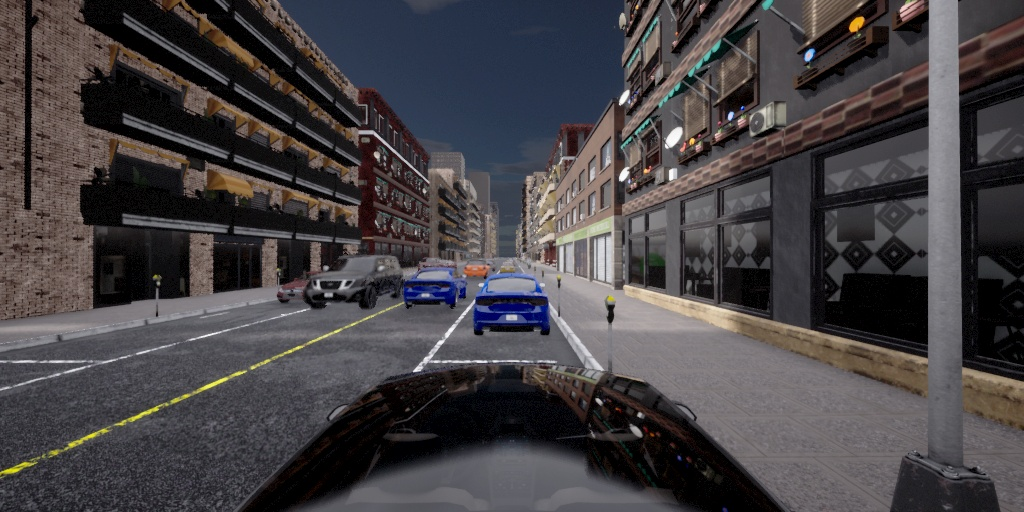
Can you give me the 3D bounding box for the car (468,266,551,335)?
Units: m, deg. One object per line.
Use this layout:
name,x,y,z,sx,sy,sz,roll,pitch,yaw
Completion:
car,-0.005,1.228,10.499,1.882,1.535,5.008,0,0,0

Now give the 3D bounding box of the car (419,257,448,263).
car,-8.837,1.064,39.007,2.192,1.841,5.009,0,0,0

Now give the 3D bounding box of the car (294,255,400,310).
car,-6.246,0.972,14.988,2.150,2.045,5.566,0,0,0

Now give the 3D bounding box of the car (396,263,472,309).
car,-3.044,1.228,15.106,1.882,1.535,5.008,0,0,0

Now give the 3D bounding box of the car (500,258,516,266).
car,-0.456,1.275,39.173,1.751,1.417,4.829,0,0,0

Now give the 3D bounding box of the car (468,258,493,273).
car,-3.146,1.102,32.608,2.097,1.767,4.553,0,0,0

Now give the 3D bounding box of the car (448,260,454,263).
car,-8.837,1.188,44.643,1.967,1.591,4.097,0,0,0

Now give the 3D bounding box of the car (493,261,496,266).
car,-3.044,1.296,47.436,2.033,1.411,5.357,0,0,0

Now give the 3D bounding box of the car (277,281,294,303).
car,-8.837,1.333,16.462,1.802,1.307,4.207,0,0,0
